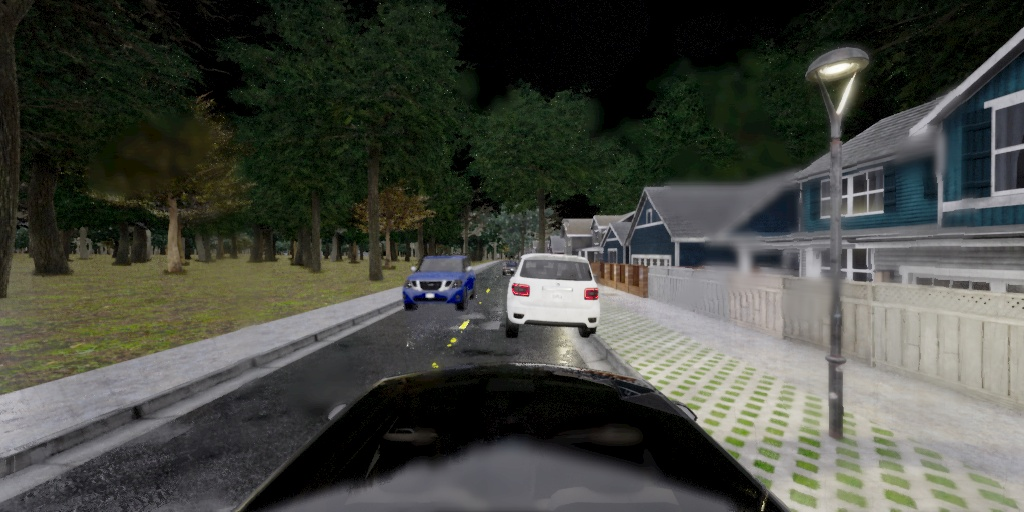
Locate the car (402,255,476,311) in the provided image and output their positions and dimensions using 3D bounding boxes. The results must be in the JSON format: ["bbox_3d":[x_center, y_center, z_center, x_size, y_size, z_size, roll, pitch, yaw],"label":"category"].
[{"bbox_3d":[-2.759,0.976,14.816,2.150,2.045,5.566,0,0,0],"label":"car"}]

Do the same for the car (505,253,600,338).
[{"bbox_3d":[0.962,1.011,10.354,2.150,2.045,5.566,3,-1,0],"label":"car"}]

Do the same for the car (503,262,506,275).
[{"bbox_3d":[0.014,1.340,38.454,1.994,1.385,4.181,0,0,1],"label":"car"}]
